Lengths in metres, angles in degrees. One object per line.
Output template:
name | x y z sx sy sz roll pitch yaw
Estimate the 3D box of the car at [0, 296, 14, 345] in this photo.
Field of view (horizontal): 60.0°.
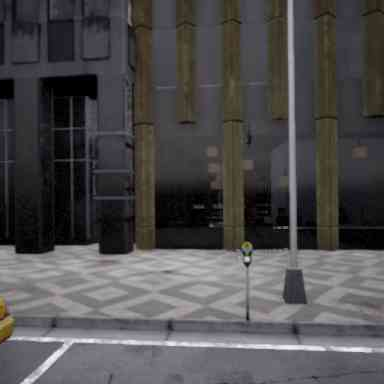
car | -4.859 1.603 4.196 4.829 1.417 1.752 -1 0 6
